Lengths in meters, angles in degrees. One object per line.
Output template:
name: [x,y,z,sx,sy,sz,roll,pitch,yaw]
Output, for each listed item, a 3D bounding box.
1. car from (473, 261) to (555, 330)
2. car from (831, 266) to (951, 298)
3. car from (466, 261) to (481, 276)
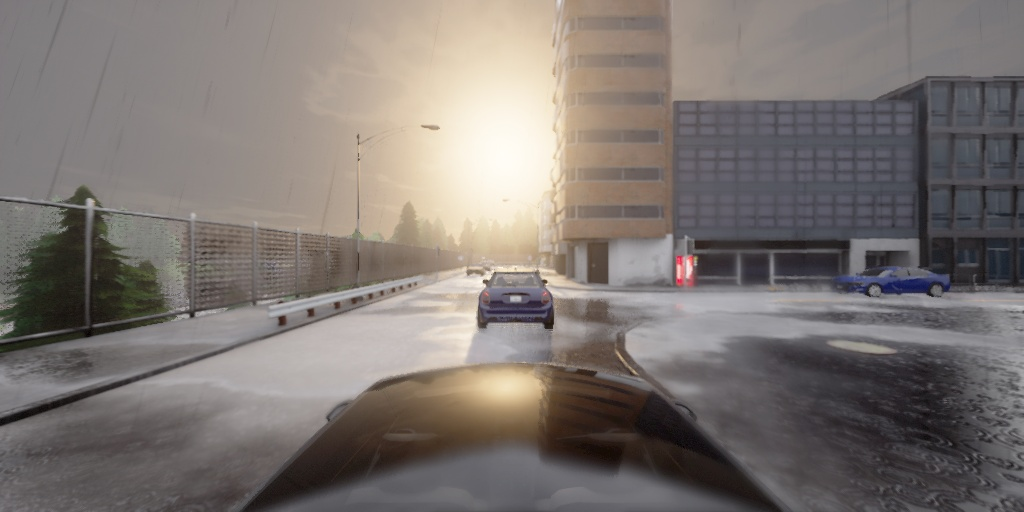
car: [0.102,1.153,11.496,2.097,1.767,4.553,0,0,0]
car: [19.538,1.316,18.641,5.008,1.535,1.882,-1,0,0]
car: [-4.053,1.504,41.093,2.033,1.411,5.357,0,0,0]
